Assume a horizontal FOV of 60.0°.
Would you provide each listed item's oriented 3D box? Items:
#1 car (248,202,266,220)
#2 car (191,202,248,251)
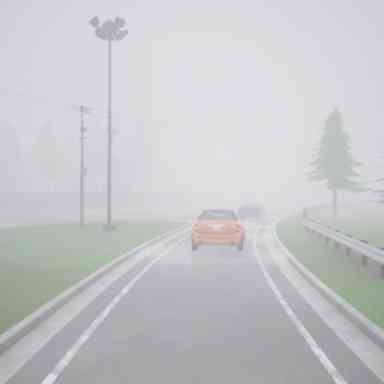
[{"bbox_3d":[5.674,1.673,30.983,1.882,1.535,5.008,0,0,21],"label":"car"},{"bbox_3d":[1.295,1.445,14.822,2.097,1.767,4.553,0,0,9],"label":"car"}]
